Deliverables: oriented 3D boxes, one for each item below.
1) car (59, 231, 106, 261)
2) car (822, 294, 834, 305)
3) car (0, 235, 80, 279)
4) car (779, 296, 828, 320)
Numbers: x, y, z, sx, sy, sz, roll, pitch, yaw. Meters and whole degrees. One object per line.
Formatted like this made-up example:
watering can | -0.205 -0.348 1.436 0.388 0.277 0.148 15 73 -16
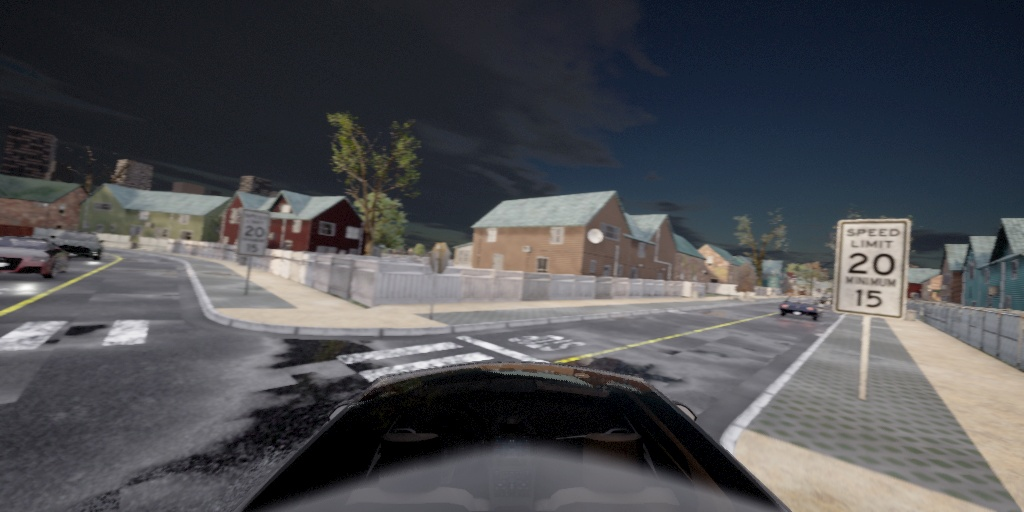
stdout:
car | -26.638 -0.741 22.039 4.553 1.767 2.097 3 -3 43
car | 37.554 5.248 42.299 1.837 1.490 4.892 3 -3 45
car | -17.772 0.008 12.983 1.994 1.385 4.181 8 -3 -44
car | 19.044 3.358 23.511 1.895 1.301 4.718 3 -2 45
